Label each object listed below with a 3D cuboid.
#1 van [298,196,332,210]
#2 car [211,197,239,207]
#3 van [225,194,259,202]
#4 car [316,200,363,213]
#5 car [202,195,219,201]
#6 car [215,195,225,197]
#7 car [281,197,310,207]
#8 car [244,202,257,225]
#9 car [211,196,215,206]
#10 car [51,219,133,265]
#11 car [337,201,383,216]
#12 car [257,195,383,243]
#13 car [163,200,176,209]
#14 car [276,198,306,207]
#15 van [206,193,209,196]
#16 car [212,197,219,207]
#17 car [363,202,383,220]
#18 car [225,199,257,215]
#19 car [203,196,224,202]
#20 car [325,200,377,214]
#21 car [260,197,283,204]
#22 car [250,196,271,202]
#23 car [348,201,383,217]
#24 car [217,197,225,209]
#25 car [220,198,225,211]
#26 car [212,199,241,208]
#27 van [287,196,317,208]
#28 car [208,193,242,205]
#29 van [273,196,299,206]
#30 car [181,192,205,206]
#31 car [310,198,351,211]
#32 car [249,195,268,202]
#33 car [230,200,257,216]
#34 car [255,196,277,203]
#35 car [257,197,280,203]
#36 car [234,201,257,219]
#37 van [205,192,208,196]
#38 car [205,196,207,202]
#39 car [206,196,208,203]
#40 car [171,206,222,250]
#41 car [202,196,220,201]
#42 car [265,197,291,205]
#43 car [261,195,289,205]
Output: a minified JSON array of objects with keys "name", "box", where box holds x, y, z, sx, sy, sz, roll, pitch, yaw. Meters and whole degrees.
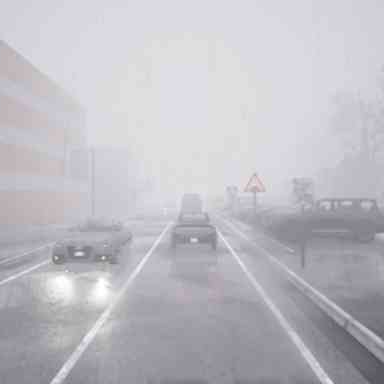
[{"name":"van","box":[18.524,1.602,50.184,4.442,1.987,1.878,0,0,-1]},{"name":"car","box":[5.757,1.770,58.424,4.553,1.767,2.185,0,0,-1]},{"name":"van","box":[6.153,1.489,35.823,4.442,1.987,1.878,0,0,-1]},{"name":"car","box":[18.517,1.762,41.838,5.008,1.535,2.097,0,0,-1]},{"name":"car","box":[5.249,1.743,95.175,4.792,1.488,2.163,0,1,-1]},{"name":"car","box":[5.912,1.680,47.122,4.553,1.767,2.185,0,0,-1]},{"name":"car","box":[18.261,1.771,58.778,4.553,1.767,2.185,0,0,-1]},{"name":"car","box":[6.225,1.600,21.693,5.008,1.535,2.097,0,-1,-1]},{"name":"car","box":[6.027,1.825,49.949,5.366,1.575,1.946,0,0,-1]},{"name":"car","box":[-3.366,1.674,11.947,1.994,1.385,4.181,0,0,0]},{"name":"car","box":[18.631,1.745,36.067,4.792,1.488,2.163,0,0,-1]},{"name":"car","box":[6.279,1.296,16.043,5.566,2.045,2.435,0,-1,-1]},{"name":"car","box":[-3.618,1.945,54.704,2.033,1.411,5.357,0,0,0]},{"name":"car","box":[18.288,1.948,61.475,4.792,1.488,2.163,0,-1,-1]},{"name":"van","box":[5.684,1.728,69.866,4.442,1.987,1.878,0,0,-1]},{"name":"car","box":[5.734,1.780,44.293,5.366,1.575,1.946,0,0,-1]},{"name":"car","box":[18.675,1.671,30.420,5.008,1.535,2.097,0,0,-1]},{"name":"car","box":[6.045,1.722,32.994,4.792,1.488,2.163,0,0,-1]},{"name":"car","box":[5.522,1.792,86.700,5.366,1.575,1.946,0,1,-1]},{"name":"car","box":[18.566,1.739,39.015,5.008,1.535,2.097,0,0,-1]},{"name":"car","box":[18.035,1.932,75.739,4.792,1.488,2.163,0,1,-1]},{"name":"car","box":[17.907,1.793,87.032,5.008,1.535,2.097,0,1,-1]},{"name":"car","box":[18.636,1.693,33.243,5.008,1.535,2.097,0,-1,-1]},{"name":"car","box":[6.144,1.757,41.473,5.366,1.575,1.946,0,0,-1]},{"name":"car","box":[5.994,1.778,38.645,4.674,1.452,2.002,0,0,-1]},{"name":"car","box":[5.767,1.913,55.597,4.674,1.452,2.002,0,0,-1]},{"name":"van","box":[18.449,1.648,55.834,4.442,1.987,1.878,0,-1,-1]},{"name":"car","box":[5.831,1.599,52.774,5.566,2.045,2.435,0,0,-1]},{"name":"van","box":[18.099,1.715,64.301,4.442,1.987,1.878,0,0,-1]},{"name":"car","box":[-0.036,1.400,36.114,2.150,2.045,5.566,0,-6,0]},{"name":"car","box":[18.514,1.659,44.662,4.553,1.767,2.185,0,0,-1]},{"name":"car","box":[17.844,1.642,89.729,4.553,1.767,2.185,0,1,-1]},{"name":"car","box":[6.116,1.710,30.169,4.674,1.452,2.002,0,0,-1]},{"name":"car","box":[17.997,1.850,81.261,4.892,1.521,2.231,0,1,-1]},{"name":"car","box":[17.997,1.905,78.562,4.792,1.488,2.163,0,1,-1]},{"name":"car","box":[6.150,1.688,27.343,4.674,1.452,2.002,0,0,-1]},{"name":"van","box":[5.609,1.678,75.396,4.442,1.987,1.878,0,1,-1]},{"name":"car","box":[5.611,1.998,66.907,4.674,1.452,2.002,0,0,-1]},{"name":"car","box":[5.681,1.917,61.248,5.008,1.535,2.097,0,0,-1]},{"name":"car","box":[0.074,1.623,14.945,2.128,1.511,4.902,0,0,0]},{"name":"car","box":[5.261,1.780,92.348,4.674,1.452,2.002,0,1,-1]},{"name":"car","box":[18.136,1.954,70.081,5.008,1.535,2.097,0,1,-1]},{"name":"car","box":[18.075,1.679,72.913,5.566,2.045,2.435,0,1,-1]}]
